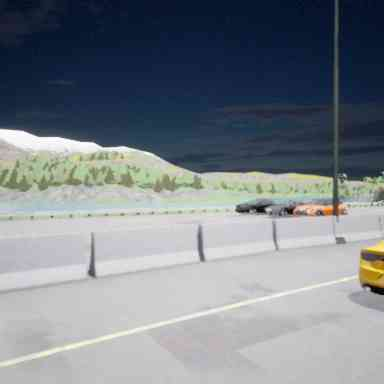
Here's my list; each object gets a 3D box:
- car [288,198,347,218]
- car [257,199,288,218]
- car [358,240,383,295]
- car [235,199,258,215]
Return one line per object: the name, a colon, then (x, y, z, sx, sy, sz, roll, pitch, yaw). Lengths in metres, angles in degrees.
car: (10.271, 1.318, 26.607, 4.553, 1.767, 2.097, 0, 0, -30)
car: (8.639, 1.445, 29.708, 4.902, 1.511, 2.128, 0, 0, -30)
car: (5.790, 1.476, 7.365, 5.008, 1.535, 1.882, 0, 0, -32)
car: (6.540, 1.417, 32.534, 5.008, 1.535, 1.882, 0, 0, -30)
